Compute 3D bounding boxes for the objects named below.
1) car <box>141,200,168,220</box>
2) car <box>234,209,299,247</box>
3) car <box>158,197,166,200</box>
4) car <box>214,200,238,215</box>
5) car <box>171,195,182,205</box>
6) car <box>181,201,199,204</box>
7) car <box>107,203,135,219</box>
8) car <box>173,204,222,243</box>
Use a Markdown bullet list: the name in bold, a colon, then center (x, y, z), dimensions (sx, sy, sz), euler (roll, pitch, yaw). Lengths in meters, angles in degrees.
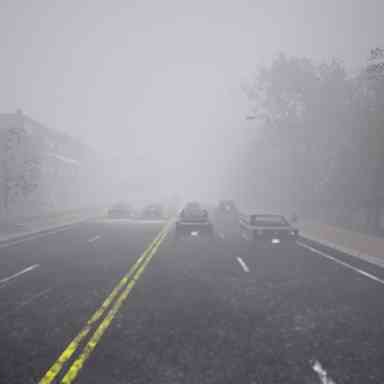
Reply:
- **car**: center (-3.349, 1.723, 29.850), dimensions (1.994, 1.385, 4.181), euler (0, 0, 0)
- **car**: center (3.348, 1.684, 15.529), dimensions (1.895, 1.301, 4.718), euler (0, 0, 0)
- **car**: center (-6.509, 1.901, 72.775), dimensions (1.812, 1.442, 4.674), euler (0, 0, 0)
- **car**: center (3.345, 1.528, 33.132), dimensions (2.097, 1.767, 4.553), euler (0, 0, 0)
- **car**: center (-3.260, 1.560, 70.130), dimensions (2.150, 2.045, 5.566), euler (0, 0, 0)
- **car**: center (0.096, 1.709, 34.502), dimensions (1.812, 1.442, 4.674), euler (0, 0, 0)
- **car**: center (-6.599, 1.730, 31.189), dimensions (1.994, 1.385, 4.181), euler (0, 0, 0)
- **car**: center (0.098, 1.581, 16.721), dimensions (2.128, 1.511, 4.902), euler (0, 0, 0)
